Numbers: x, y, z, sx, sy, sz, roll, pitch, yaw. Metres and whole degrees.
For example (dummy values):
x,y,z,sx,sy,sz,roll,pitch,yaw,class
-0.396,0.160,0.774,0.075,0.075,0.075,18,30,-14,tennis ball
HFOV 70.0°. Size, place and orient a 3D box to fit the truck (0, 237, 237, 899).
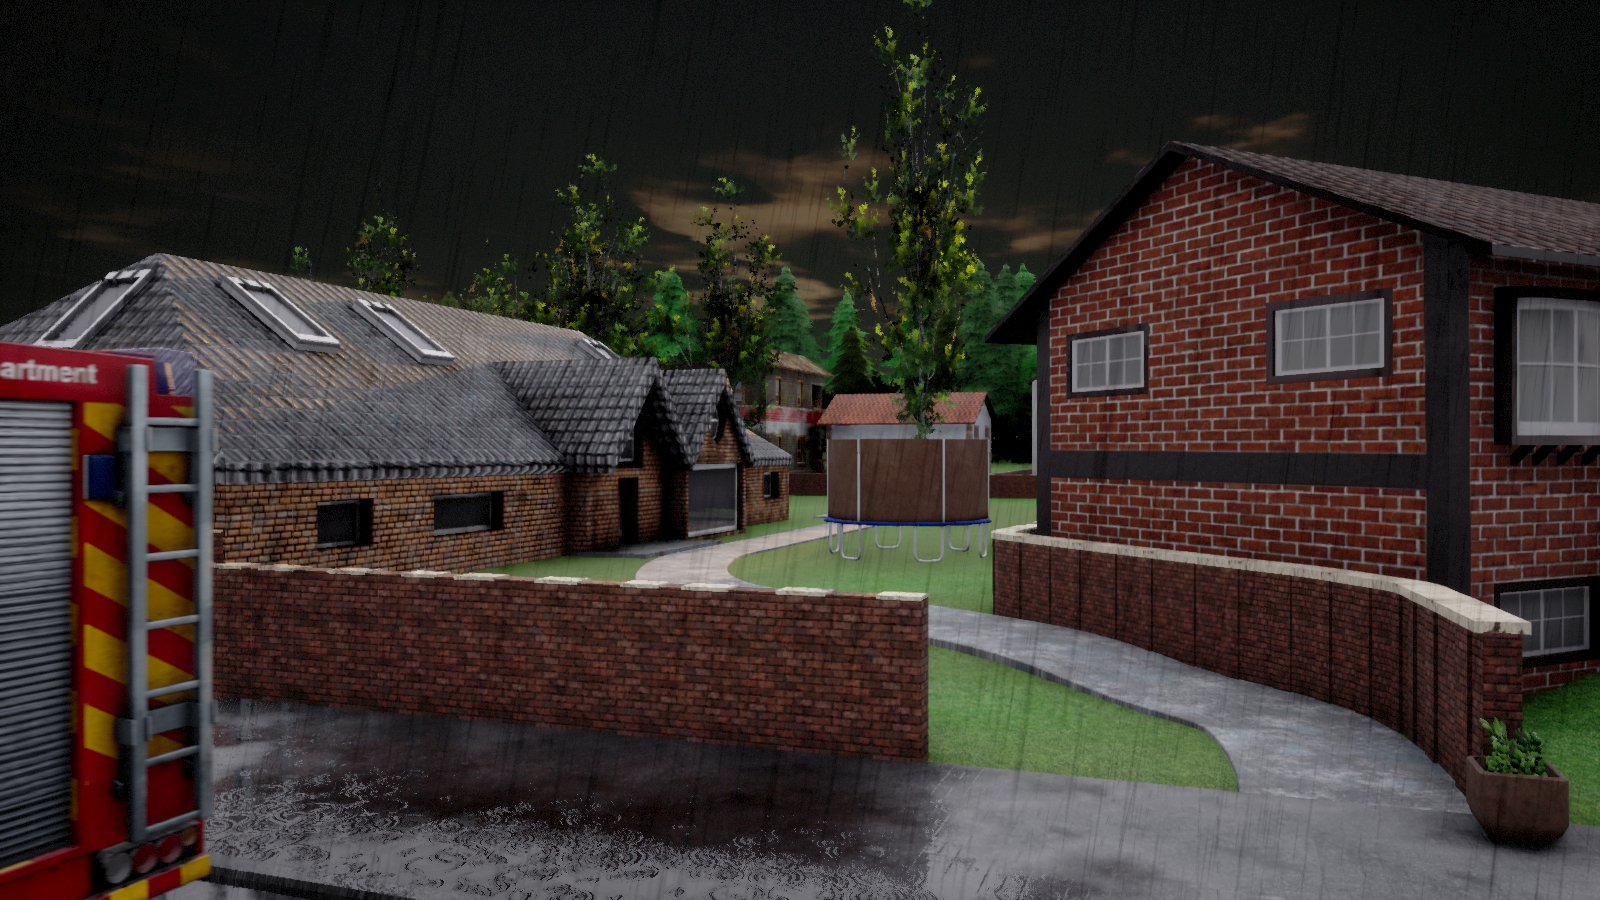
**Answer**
x,y,z,sx,sy,sz,roll,pitch,yaw,class
-7.827,0.890,6.935,8.468,3.827,2.891,0,0,21,truck
